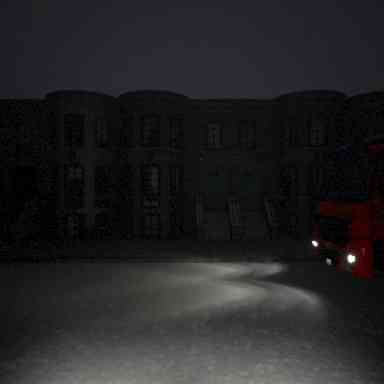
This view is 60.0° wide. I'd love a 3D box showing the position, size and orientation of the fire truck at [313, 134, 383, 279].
[{"bbox_3d":[7.736,0.338,8.508,8.468,3.827,2.891,0,0,0],"label":"fire truck"}]
